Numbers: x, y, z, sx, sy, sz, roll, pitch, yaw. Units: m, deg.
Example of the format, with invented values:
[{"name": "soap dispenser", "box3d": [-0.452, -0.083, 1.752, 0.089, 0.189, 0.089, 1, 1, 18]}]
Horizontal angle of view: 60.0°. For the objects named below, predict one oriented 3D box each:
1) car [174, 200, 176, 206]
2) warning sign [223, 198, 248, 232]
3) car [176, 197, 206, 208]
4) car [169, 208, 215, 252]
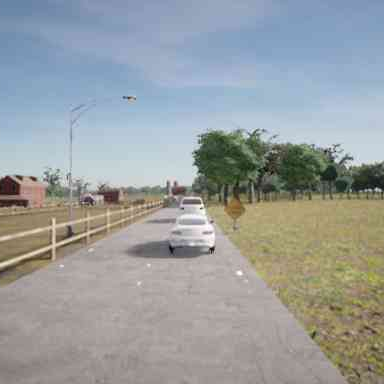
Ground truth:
[{"name": "car", "box3d": [-2.761, 2.179, 70.962, 2.128, 1.511, 4.902, 0, -1, 0]}, {"name": "warning sign", "box3d": [2.457, 1.293, 19.051, 1.300, 1.860, 1.060, 1, 0, 0]}, {"name": "car", "box3d": [-0.004, 1.484, 29.023, 2.150, 2.045, 5.566, 0, 0, 0]}, {"name": "car", "box3d": [0.002, 1.661, 14.401, 1.812, 1.442, 4.674, 0, 0, 0]}]
